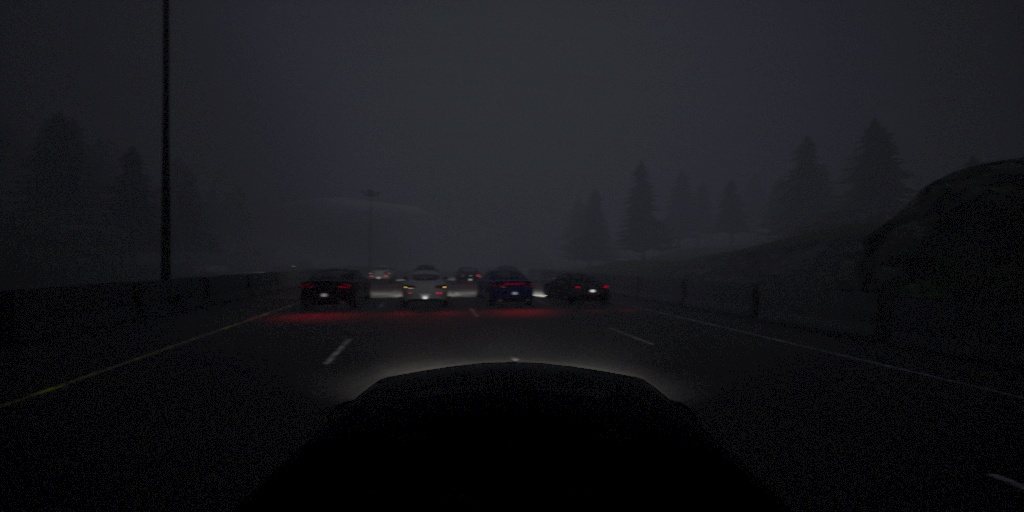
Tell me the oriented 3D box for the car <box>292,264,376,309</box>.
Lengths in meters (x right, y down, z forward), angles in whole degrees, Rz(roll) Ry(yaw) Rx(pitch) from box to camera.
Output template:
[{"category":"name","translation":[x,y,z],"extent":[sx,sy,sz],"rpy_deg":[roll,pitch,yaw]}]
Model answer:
[{"category":"car","translation":[-7.255,1.251,15.182],"extent":[1.882,1.535,5.008],"rpy_deg":[1,0,-13]}]

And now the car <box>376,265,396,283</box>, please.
[{"category":"car","translation":[-10.728,1.472,29.675],"extent":[1.812,1.442,4.674],"rpy_deg":[1,-1,-13]}]

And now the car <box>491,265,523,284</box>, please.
[{"category":"car","translation":[-0.537,1.583,32.208],"extent":[1.882,1.535,5.008],"rpy_deg":[1,-1,-13]}]

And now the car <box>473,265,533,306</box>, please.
[{"category":"car","translation":[-0.445,1.355,16.798],"extent":[1.882,1.535,5.008],"rpy_deg":[1,0,-13]}]

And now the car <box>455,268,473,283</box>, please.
[{"category":"car","translation":[-3.859,1.648,31.021],"extent":[1.895,1.301,4.718],"rpy_deg":[1,-1,-13]}]

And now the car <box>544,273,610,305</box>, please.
[{"category":"car","translation":[3.007,1.492,17.397],"extent":[1.994,1.385,4.181],"rpy_deg":[1,-1,-13]}]

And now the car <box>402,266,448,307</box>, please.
[{"category":"car","translation":[-3.832,1.350,15.910],"extent":[1.812,1.442,4.674],"rpy_deg":[1,-1,-13]}]
